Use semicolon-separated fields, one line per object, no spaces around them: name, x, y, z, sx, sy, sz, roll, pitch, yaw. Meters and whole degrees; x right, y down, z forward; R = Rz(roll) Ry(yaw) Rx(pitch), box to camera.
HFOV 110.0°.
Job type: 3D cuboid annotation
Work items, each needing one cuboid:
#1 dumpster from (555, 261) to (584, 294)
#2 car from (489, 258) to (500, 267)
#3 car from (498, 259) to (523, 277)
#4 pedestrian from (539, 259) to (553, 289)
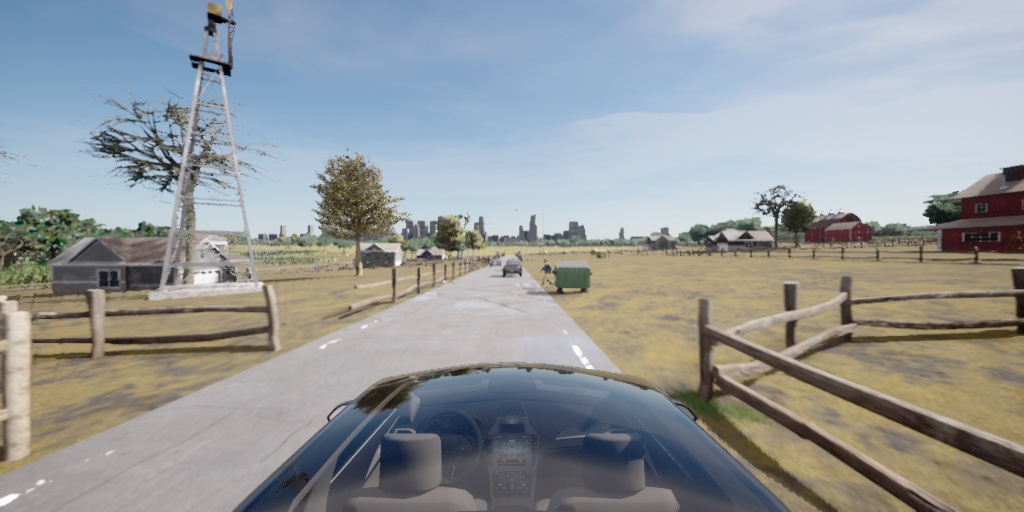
dumpster;3.124;1.108;19.724;1.020;1.700;1.940;0;0;0
car;-2.793;1.094;61.000;2.128;1.511;4.902;0;0;1
car;0.054;1.170;34.774;2.128;1.511;4.902;0;0;1
pedestrian;1.981;0.999;20.962;0.375;1.860;0.375;-1;1;-15
